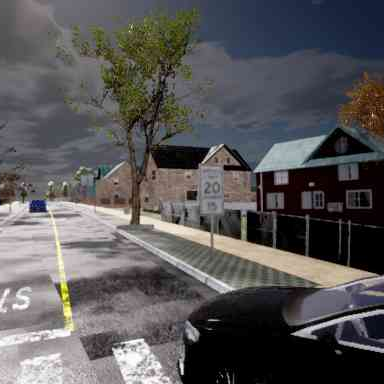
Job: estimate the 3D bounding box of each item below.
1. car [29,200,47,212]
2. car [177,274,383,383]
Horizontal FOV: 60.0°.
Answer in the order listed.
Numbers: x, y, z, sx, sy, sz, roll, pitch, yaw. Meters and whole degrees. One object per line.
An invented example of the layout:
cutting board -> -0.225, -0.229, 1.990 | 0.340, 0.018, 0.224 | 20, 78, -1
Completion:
car -> -19.290, 1.685, 41.688 | 1.882, 1.535, 5.008 | 0, 0, -24
car -> 2.161, 1.522, 2.984 | 4.902, 1.511, 2.128 | 1, 0, 32
